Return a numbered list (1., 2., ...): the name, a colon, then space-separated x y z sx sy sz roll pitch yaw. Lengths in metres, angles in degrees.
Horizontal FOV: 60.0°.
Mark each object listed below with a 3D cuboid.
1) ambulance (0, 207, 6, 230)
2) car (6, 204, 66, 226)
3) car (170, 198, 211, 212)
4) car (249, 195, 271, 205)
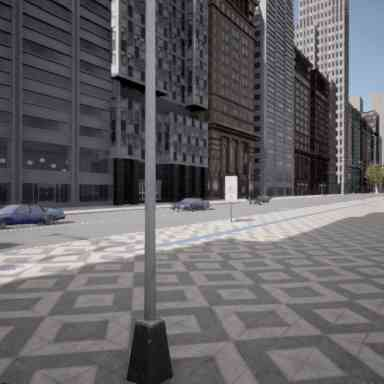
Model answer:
1. ambulance: -9.994 1.021 10.735 2.351 2.431 6.366 0 0 36
2. car: -10.738 1.462 20.979 2.033 1.411 5.357 0 0 36
3. car: -0.037 1.346 35.788 2.033 1.411 5.357 0 1 36
4. car: 10.177 1.182 49.765 1.837 1.490 4.892 0 1 36
